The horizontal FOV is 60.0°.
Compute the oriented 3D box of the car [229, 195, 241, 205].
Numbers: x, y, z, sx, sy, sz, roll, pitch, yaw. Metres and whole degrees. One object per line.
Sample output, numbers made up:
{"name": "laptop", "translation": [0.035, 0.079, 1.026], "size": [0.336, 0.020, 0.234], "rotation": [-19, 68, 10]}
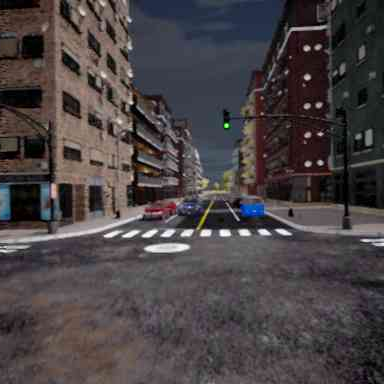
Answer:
{"name": "car", "translation": [7.057, 1.308, 55.007], "size": [1.752, 1.417, 4.829], "rotation": [-1, 0, 4]}

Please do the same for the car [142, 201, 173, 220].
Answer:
{"name": "car", "translation": [-2.958, 1.589, 27.697], "size": [1.802, 1.307, 4.206], "rotation": [-1, 0, 4]}

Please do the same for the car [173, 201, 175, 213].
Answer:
{"name": "car", "translation": [-2.521, 1.534, 33.268], "size": [1.887, 1.381, 4.507], "rotation": [-1, 0, 4]}

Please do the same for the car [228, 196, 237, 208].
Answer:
{"name": "car", "translation": [6.166, 1.386, 43.671], "size": [1.947, 1.339, 4.313], "rotation": [-1, 0, 4]}

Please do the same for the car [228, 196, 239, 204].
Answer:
{"name": "car", "translation": [7.483, 1.346, 60.420], "size": [1.802, 1.307, 4.206], "rotation": [-1, 0, 4]}

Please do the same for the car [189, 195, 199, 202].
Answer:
{"name": "car", "translation": [0.544, 1.440, 72.286], "size": [1.802, 1.307, 4.206], "rotation": [-1, 0, 4]}

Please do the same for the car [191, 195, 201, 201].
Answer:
{"name": "car", "translation": [0.982, 1.403, 77.869], "size": [1.947, 1.339, 4.313], "rotation": [-1, 0, 4]}

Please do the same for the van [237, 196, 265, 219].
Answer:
{"name": "van", "translation": [4.847, 1.214, 26.920], "size": [1.690, 1.788, 3.998], "rotation": [-1, 0, 4]}

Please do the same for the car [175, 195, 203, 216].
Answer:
{"name": "car", "translation": [-0.096, 1.298, 31.842], "size": [2.097, 1.767, 4.553], "rotation": [-1, 0, 4]}
